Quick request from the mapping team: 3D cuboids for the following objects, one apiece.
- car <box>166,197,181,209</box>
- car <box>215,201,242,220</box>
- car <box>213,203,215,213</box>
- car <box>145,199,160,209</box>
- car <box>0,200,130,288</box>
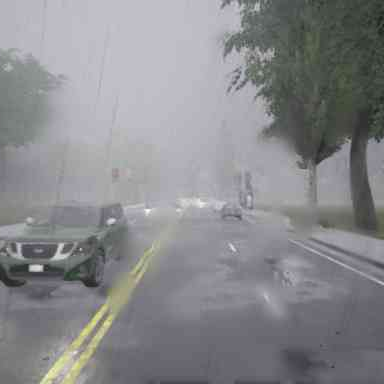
[{"bbox_3d":[-2.860,1.755,52.219,2.097,1.767,4.553,1,0,1],"label":"car"},{"bbox_3d":[3.619,1.846,31.784,2.033,1.411,5.357,1,0,1],"label":"car"},{"bbox_3d":[3.734,1.925,43.788,1.812,1.442,4.674,1,0,1],"label":"car"},{"bbox_3d":[-6.110,1.861,52.115,2.128,1.511,4.902,1,0,1],"label":"car"},{"bbox_3d":[-3.270,1.268,9.757,2.150,2.045,5.566,1,0,0],"label":"car"}]
